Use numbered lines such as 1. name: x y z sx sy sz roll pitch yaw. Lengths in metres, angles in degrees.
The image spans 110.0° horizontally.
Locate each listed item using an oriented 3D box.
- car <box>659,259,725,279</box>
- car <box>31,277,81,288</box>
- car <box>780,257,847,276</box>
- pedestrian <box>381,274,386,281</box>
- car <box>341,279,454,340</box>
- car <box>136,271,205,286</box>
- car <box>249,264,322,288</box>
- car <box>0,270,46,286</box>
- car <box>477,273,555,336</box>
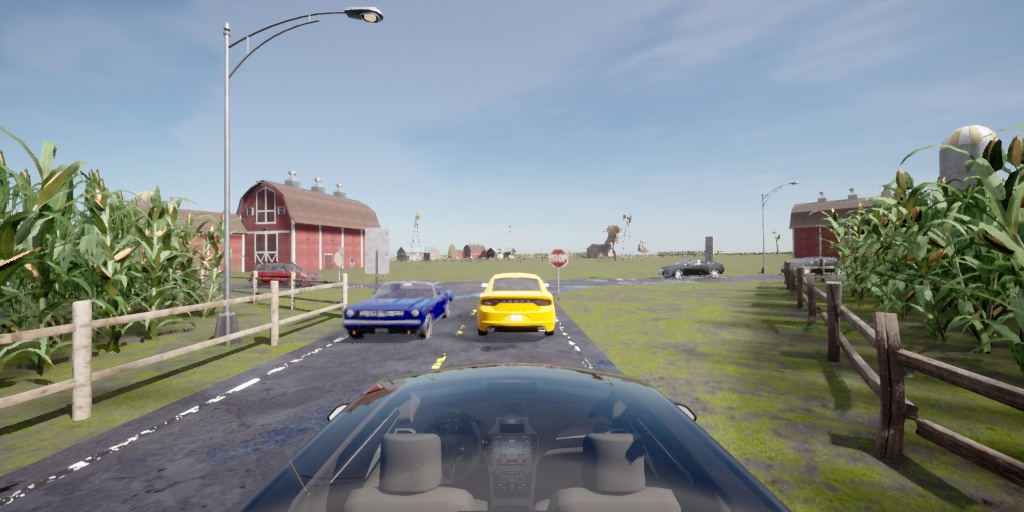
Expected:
1. car: 14.090 0.998 28.245 4.902 1.511 2.128 -1 0 -4
2. car: -36.060 1.792 28.466 5.008 1.535 1.882 -1 -1 11
3. car: 24.462 0.820 29.156 4.902 1.511 2.128 -1 0 -7
4. pedestrian: -11.176 1.621 31.209 0.500 1.100 0.500 0 0 4
5. car: -2.908 1.352 10.121 1.895 1.301 4.718 0 0 -1
6. car: -26.027 1.696 26.802 5.357 1.411 2.033 -1 -1 7
7. car: -16.102 1.334 25.697 4.553 1.767 2.097 -1 -1 6
8. car: -46.689 2.049 33.731 4.674 1.442 1.812 -1 -1 15
9. car: 0.103 1.229 10.470 1.882 1.535 5.008 0 0 0
